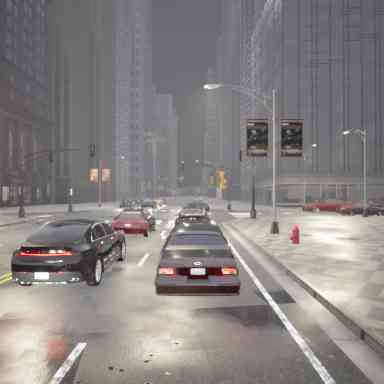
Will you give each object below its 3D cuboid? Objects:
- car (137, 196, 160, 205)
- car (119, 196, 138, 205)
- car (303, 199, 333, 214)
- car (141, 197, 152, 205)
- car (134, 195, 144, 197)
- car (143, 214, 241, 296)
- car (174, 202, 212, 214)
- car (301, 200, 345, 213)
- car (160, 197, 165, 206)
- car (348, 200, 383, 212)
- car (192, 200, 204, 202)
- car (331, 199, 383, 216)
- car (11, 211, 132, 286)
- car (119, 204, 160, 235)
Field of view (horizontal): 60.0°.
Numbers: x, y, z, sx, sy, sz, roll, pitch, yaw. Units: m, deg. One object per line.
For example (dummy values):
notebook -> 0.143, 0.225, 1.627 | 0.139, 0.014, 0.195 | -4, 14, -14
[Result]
car -> -6.559, 1.775, 50.886 | 2.033, 1.411, 5.357 | 0, 0, 0
car -> -9.840, 1.731, 50.775 | 1.837, 1.490, 4.892 | 0, 0, -2
car -> 14.750, 1.541, 36.029 | 5.008, 1.535, 1.882 | 0, -1, -1
car -> -9.701, 1.901, 71.141 | 1.812, 1.442, 4.674 | 0, 0, 0
car -> -9.775, 1.518, 60.794 | 2.150, 2.045, 5.566 | 0, 0, 0
car -> 0.112, 1.557, 8.806 | 2.033, 1.411, 5.357 | 0, 0, 0
car -> 0.059, 1.542, 18.545 | 1.837, 1.490, 4.892 | 0, 0, 1
car -> 15.212, 1.660, 38.789 | 4.313, 1.339, 1.947 | 0, 0, -1
car -> -6.528, 1.644, 60.168 | 2.097, 1.767, 4.553 | 0, 0, 0
car -> 20.852, 1.641, 38.873 | 4.313, 1.339, 1.947 | 0, 0, -1
car -> 0.647, 1.734, 41.695 | 1.994, 1.385, 4.181 | 0, 0, -21
car -> 15.336, 1.576, 30.266 | 4.206, 1.307, 1.802 | 0, 0, -1
car -> -3.144, 1.515, 9.392 | 1.837, 1.490, 4.892 | 0, 0, 0
car -> -3.138, 1.600, 18.293 | 1.994, 1.385, 4.181 | 0, 0, 0
